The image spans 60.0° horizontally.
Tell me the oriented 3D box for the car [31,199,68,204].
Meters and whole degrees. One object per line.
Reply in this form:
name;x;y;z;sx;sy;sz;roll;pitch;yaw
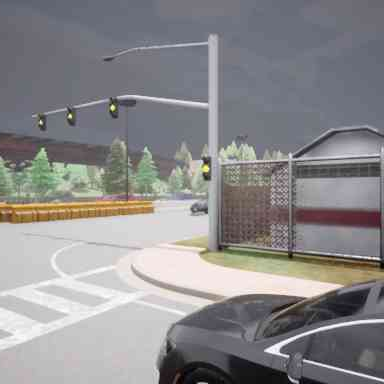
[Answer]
car;-13.879;1.562;30.200;1.994;1.385;4.181;0;0;33

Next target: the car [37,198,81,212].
car;-15.841;1.524;39.857;1.812;1.442;4.674;0;0;34

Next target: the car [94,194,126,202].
car;-8.743;1.220;37.910;2.150;2.045;5.566;0;0;34

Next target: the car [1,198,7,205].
car;-20.676;1.350;32.635;2.097;1.767;4.553;0;0;34

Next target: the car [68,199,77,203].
car;-14.903;1.599;34.978;1.895;1.301;4.718;0;0;34

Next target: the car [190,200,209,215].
car;1.595;1.524;34.124;1.812;1.442;4.674;0;0;34

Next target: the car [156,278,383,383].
car;1.873;1.505;2.671;4.892;1.490;1.837;0;0;36
